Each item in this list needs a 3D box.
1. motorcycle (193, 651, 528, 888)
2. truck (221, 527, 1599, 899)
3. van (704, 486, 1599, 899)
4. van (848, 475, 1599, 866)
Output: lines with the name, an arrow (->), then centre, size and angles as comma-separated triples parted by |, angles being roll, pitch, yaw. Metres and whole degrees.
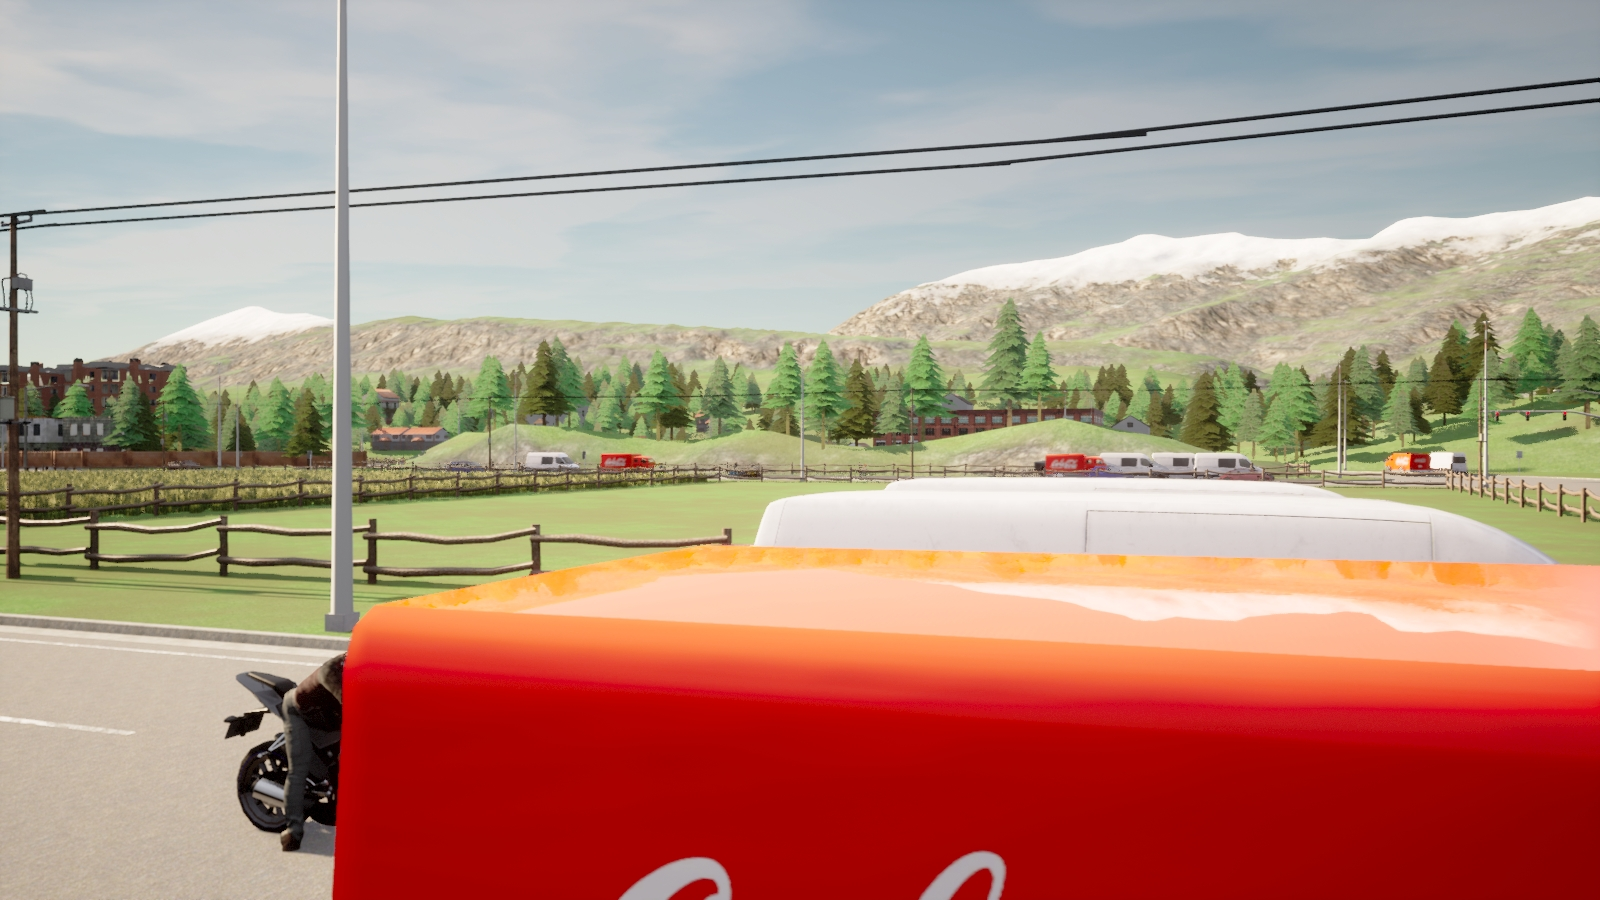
motorcycle -> -3.139, 2.204, 8.166 | 2.209, 1.251, 0.867 | 0, 0, 20
truck -> 1.649, 1.568, 2.769 | 5.204, 2.467, 2.627 | 0, 0, 21
van -> 2.600, 1.534, 6.072 | 5.915, 2.561, 1.988 | 0, 0, 20
van -> 3.518, 1.534, 9.463 | 5.915, 2.561, 1.988 | 0, 0, 20
